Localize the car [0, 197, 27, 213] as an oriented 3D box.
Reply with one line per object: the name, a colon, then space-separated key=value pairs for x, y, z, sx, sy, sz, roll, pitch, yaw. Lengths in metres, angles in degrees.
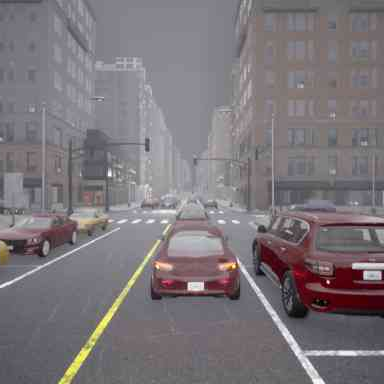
car: x=-17.294 y=1.196 z=29.740 sx=4.553 sy=1.767 sz=2.097 roll=1 pitch=-1 yaw=0

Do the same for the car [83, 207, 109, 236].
car: x=-5.870 y=1.528 z=18.393 sx=1.752 sy=1.417 sz=4.829 roll=1 pitch=0 yaw=0

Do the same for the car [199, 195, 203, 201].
car: x=2.612 y=1.593 z=56.930 sx=1.802 sy=1.307 sz=4.206 roll=1 pitch=0 yaw=0

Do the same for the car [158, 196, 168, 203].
car: x=-5.927 y=1.598 z=68.274 sx=1.802 sy=1.307 sz=4.206 roll=1 pitch=0 yaw=0

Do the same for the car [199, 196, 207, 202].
car: x=2.586 y=1.604 z=79.623 sx=1.802 sy=1.307 sz=4.206 roll=1 pitch=0 yaw=0

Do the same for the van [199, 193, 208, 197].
van: x=2.608 y=1.355 z=62.604 sx=1.690 sy=1.788 sz=3.998 roll=1 pitch=0 yaw=0

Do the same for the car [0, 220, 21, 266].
car: x=-5.857 y=1.526 z=7.144 sx=1.752 sy=1.417 sz=4.829 roll=1 pitch=0 yaw=0

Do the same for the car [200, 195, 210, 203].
car: x=2.618 y=1.592 z=51.257 sx=1.802 sy=1.307 sz=4.206 roll=1 pitch=0 yaw=0

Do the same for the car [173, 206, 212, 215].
car: x=0.043 y=1.604 z=17.446 sx=1.895 sy=1.301 sz=4.718 roll=0 pitch=0 yaw=0

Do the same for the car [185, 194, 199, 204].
car: x=0.027 y=1.562 z=65.479 sx=2.033 sy=1.411 sz=5.357 roll=0 pitch=0 yaw=0

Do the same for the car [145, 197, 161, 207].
car: x=-5.907 y=1.554 z=51.256 sx=1.887 sy=1.381 sz=4.507 roll=1 pitch=0 yaw=0

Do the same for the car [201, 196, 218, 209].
car: x=2.625 y=1.590 z=45.583 sx=1.802 sy=1.307 sz=4.206 roll=1 pitch=0 yaw=0

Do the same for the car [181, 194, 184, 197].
car: x=-3.105 y=1.562 z=65.774 sx=2.033 sy=1.411 sz=5.357 roll=0 pitch=0 yaw=1

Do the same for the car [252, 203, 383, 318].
car: x=2.670 y=1.316 z=7.315 sx=2.192 sy=1.841 sz=5.009 roll=1 pitch=0 yaw=0

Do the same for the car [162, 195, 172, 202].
car: x=-5.938 y=1.462 z=79.620 sx=1.967 sy=1.590 sz=4.097 roll=1 pitch=0 yaw=0

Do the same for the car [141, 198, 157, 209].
car: x=-5.901 y=1.553 z=45.583 sx=1.887 sy=1.381 sz=4.507 roll=1 pitch=0 yaw=0

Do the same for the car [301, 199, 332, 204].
car: x=11.658 y=1.484 z=32.810 sx=4.553 sy=1.767 sz=2.097 roll=0 pitch=-1 yaw=0

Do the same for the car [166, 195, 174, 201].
car: x=-5.952 y=1.610 z=90.965 sx=1.802 sy=1.307 sz=4.206 roll=1 pitch=0 yaw=0

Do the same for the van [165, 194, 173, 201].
van: x=-5.944 y=1.366 z=85.293 sx=1.690 sy=1.788 sz=3.998 roll=1 pitch=0 yaw=0

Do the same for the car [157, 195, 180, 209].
car: x=-3.135 y=1.500 z=45.495 sx=2.128 sy=1.511 sz=4.902 roll=0 pitch=0 yaw=1

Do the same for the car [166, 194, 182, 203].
car: x=-3.151 y=1.558 z=55.346 sx=2.033 sy=1.411 sz=5.357 roll=0 pitch=0 yaw=0

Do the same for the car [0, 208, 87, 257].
car: x=-5.864 y=1.547 z=12.938 sx=1.887 sy=1.381 sz=4.507 roll=1 pitch=0 yaw=0

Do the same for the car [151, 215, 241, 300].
car: x=0.076 y=1.527 z=8.268 sx=1.812 sy=1.442 sz=4.674 roll=0 pitch=0 yaw=0
